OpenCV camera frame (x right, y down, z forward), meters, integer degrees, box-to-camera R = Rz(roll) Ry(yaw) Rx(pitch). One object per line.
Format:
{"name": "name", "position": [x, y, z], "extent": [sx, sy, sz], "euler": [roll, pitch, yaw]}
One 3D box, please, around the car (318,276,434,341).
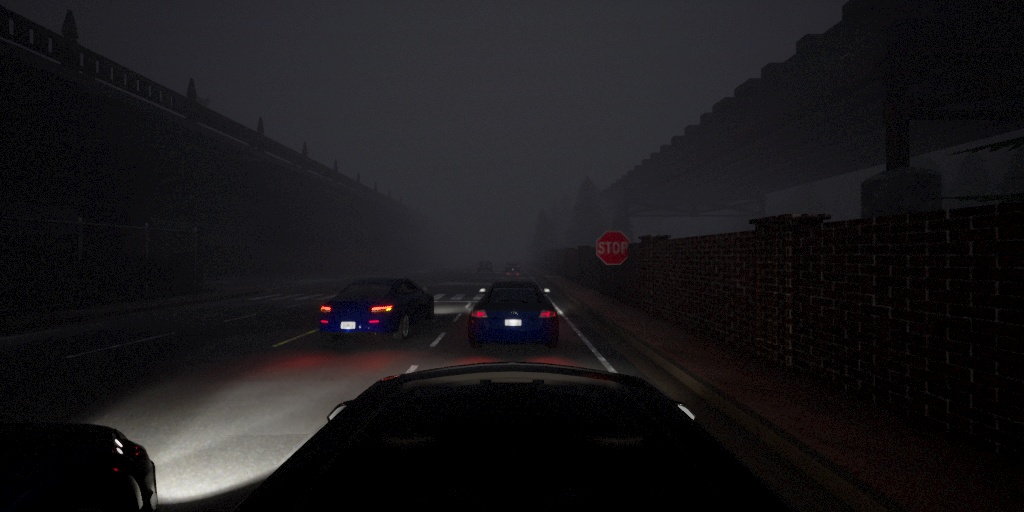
{"name": "car", "position": [-3.416, 1.276, 9.759], "extent": [1.812, 1.442, 4.674], "euler": [0, 0, 0]}

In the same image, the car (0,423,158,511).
{"name": "car", "position": [-3.398, 1.314, 0.663], "extent": [1.994, 1.385, 4.181], "euler": [0, 0, 0]}

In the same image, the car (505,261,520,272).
{"name": "car", "position": [0.082, 1.350, 46.056], "extent": [1.895, 1.301, 4.718], "euler": [0, 0, -1]}

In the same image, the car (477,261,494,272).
{"name": "car", "position": [-3.413, 1.297, 45.889], "extent": [2.033, 1.411, 5.357], "euler": [0, 0, -1]}

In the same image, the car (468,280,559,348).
{"name": "car", "position": [0.066, 1.314, 9.238], "extent": [1.994, 1.385, 4.181], "euler": [0, 0, 1]}
